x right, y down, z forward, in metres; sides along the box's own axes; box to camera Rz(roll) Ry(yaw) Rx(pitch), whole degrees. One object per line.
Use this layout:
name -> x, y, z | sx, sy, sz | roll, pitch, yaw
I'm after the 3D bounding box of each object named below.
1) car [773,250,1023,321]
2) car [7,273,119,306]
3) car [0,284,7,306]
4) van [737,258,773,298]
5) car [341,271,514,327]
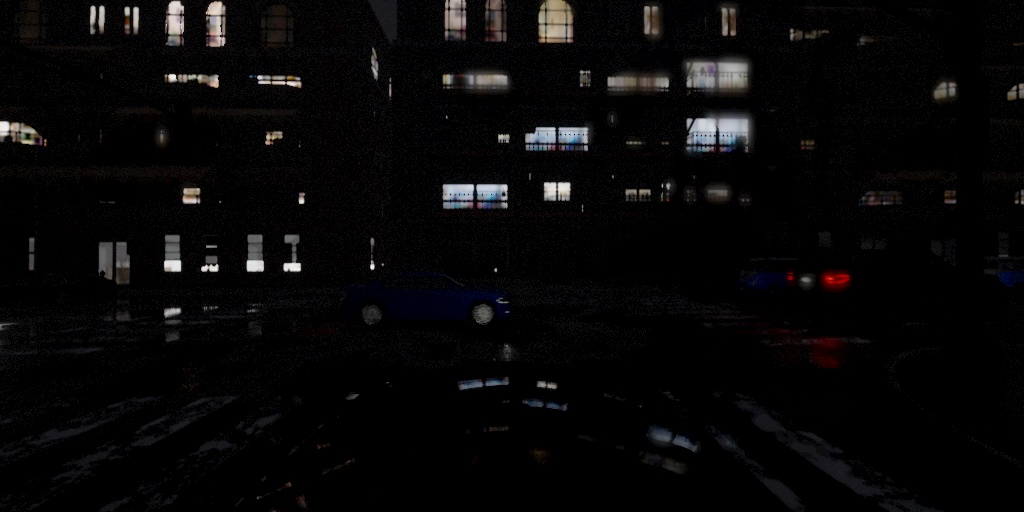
car -> 11.837, 0.834, 11.254 | 5.566, 2.045, 2.150 | 0, 0, -2
car -> -20.080, 1.408, 15.763 | 4.403, 1.370, 2.007 | 0, 0, -2
car -> -18.377, 1.343, 10.373 | 4.674, 1.442, 1.812 | 0, 0, -2
van -> 12.694, 0.980, 16.591 | 3.998, 1.789, 1.690 | 0, 0, -2
car -> -2.449, 1.209, 10.834 | 5.008, 1.535, 1.882 | 0, 0, -2
